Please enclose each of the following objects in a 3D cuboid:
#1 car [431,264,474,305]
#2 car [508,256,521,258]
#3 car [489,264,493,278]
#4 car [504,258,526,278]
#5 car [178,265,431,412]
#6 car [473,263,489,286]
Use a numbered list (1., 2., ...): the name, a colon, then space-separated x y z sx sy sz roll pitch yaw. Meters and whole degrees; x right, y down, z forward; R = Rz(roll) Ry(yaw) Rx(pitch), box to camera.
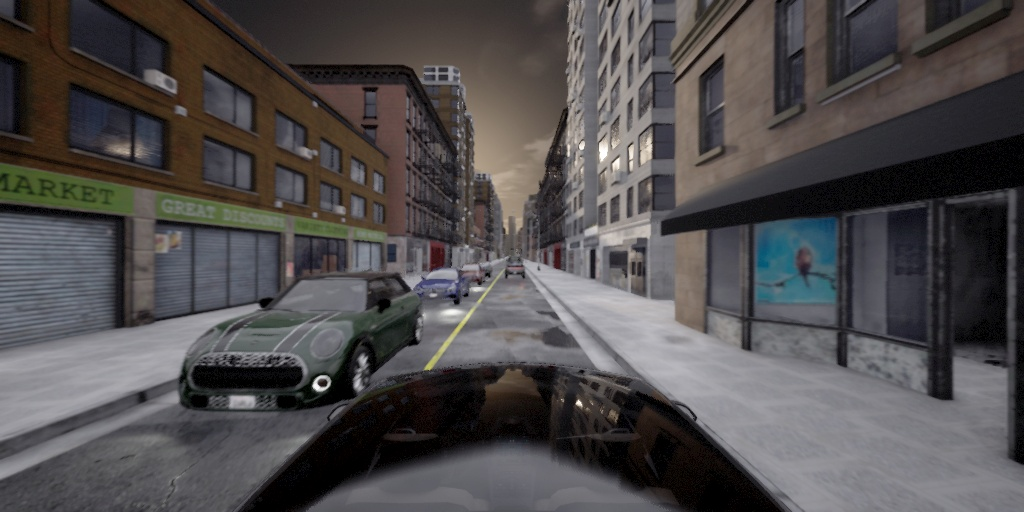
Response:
1. car: -3.016 1.263 16.245 1.812 1.442 4.674 0 0 1
2. car: 0.361 1.011 47.371 2.150 2.045 5.566 0 0 0
3. car: -2.819 1.357 34.054 1.895 1.301 4.718 0 0 0
4. car: 0.279 1.264 33.751 2.128 1.511 4.902 0 0 0
5. car: -3.082 1.086 6.363 2.097 1.767 4.553 0 0 0
6. car: -2.929 1.272 25.577 1.812 1.442 4.674 0 0 1
